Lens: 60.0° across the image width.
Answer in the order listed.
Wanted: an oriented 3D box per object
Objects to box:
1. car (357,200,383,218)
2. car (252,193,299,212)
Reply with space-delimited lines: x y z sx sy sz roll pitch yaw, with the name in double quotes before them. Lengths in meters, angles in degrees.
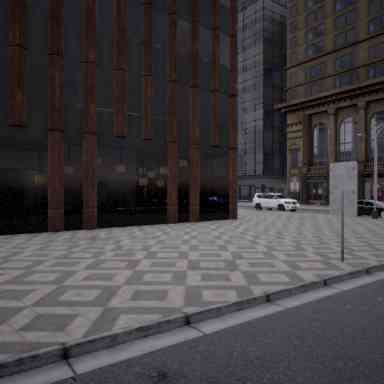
"car" 15.427 1.454 28.688 1.837 1.490 4.892 0 0 -37
"car" 9.278 1.141 37.336 2.150 2.045 5.566 0 0 -36
